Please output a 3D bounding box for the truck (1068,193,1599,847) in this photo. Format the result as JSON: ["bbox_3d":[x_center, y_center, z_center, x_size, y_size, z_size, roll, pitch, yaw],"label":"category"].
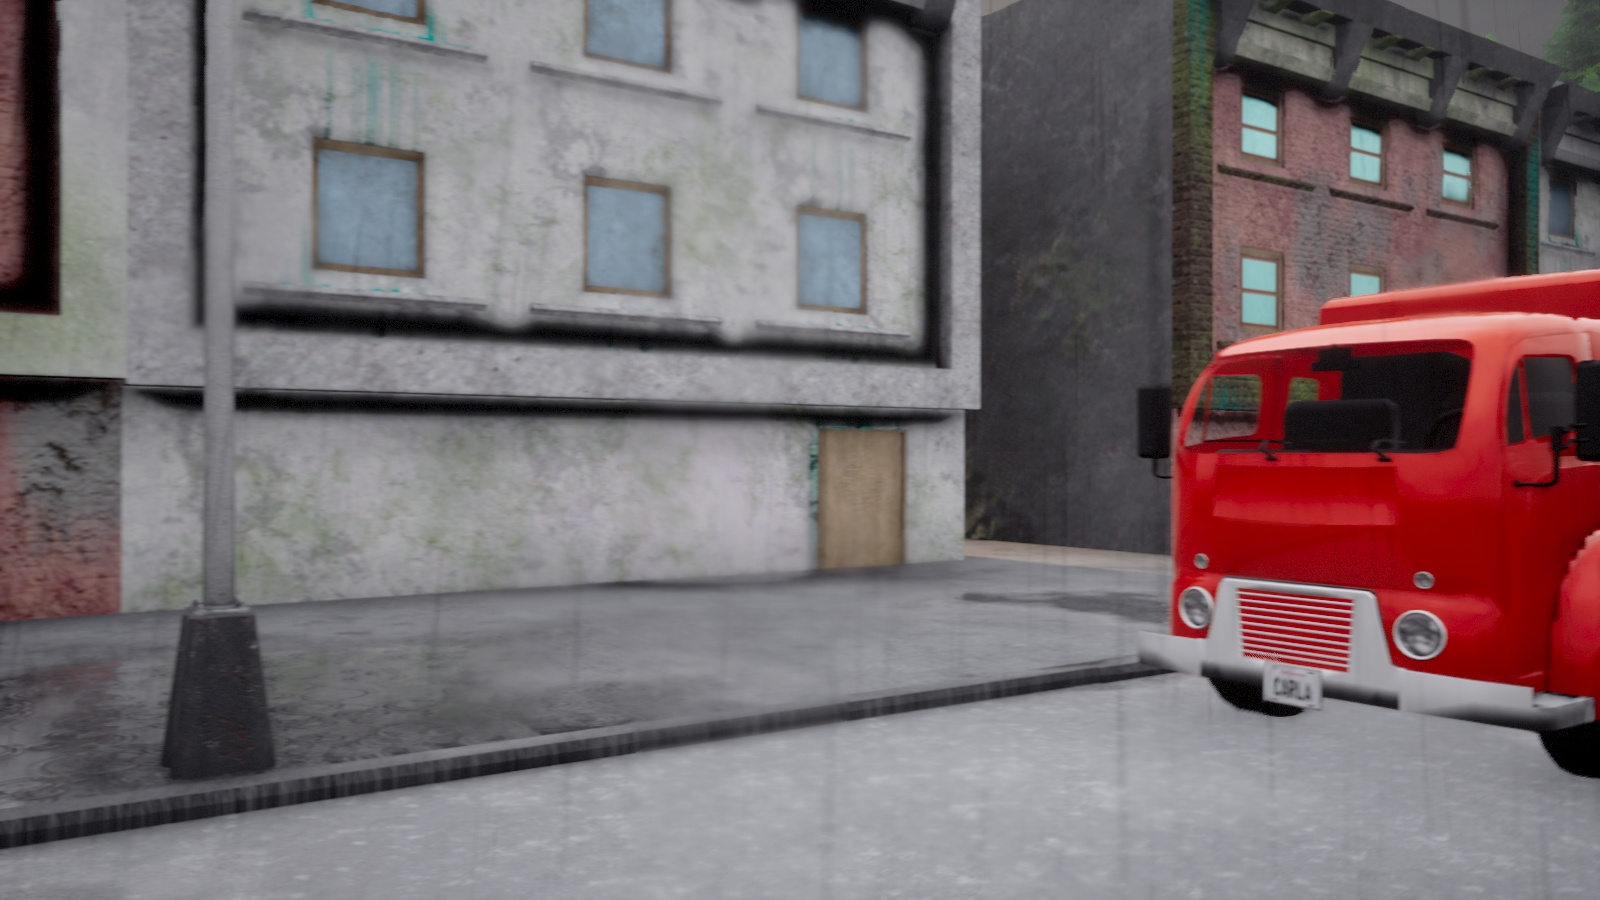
[{"bbox_3d":[4.361,0.267,7.311,5.204,2.467,2.627,0,0,-35],"label":"truck"}]
